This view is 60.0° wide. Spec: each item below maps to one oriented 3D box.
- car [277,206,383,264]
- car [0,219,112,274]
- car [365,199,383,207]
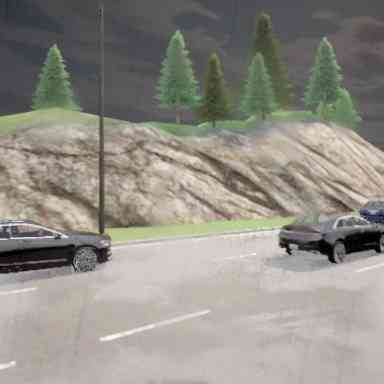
[{"bbox_3d":[5.115,1.467,11.711,4.902,1.511,2.128,0,0,-36],"label":"car"},{"bbox_3d":[-4.656,1.488,9.031,4.902,1.511,2.128,0,0,-36],"label":"car"},{"bbox_3d":[12.740,1.302,21.471,4.553,1.767,2.097,0,0,-36],"label":"car"}]
